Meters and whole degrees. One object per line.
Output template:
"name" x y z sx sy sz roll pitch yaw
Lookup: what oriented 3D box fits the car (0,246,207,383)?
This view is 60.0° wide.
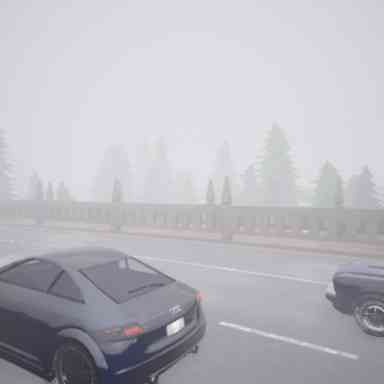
"car" -1.881 1.532 4.969 4.181 1.385 1.994 0 0 33

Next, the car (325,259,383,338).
"car" 4.564 1.579 4.902 4.718 1.301 1.895 0 0 35
